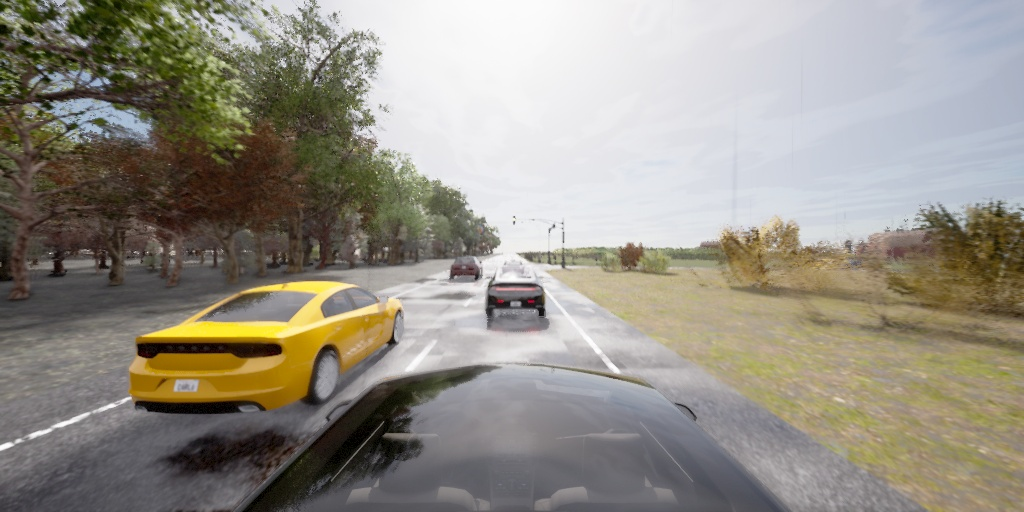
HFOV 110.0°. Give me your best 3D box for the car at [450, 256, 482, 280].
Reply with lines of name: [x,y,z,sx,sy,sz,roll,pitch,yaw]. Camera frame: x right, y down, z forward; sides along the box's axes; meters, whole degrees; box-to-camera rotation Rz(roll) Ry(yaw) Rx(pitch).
car: [-3.388,0.792,27.442,2.097,1.767,4.553,0,1,0]

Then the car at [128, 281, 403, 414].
car: [-3.397,1.174,6.214,1.882,1.535,5.008,0,1,0]

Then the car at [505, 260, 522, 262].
car: [0.114,1.001,30.766,1.895,1.301,4.718,0,1,0]

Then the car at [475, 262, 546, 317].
car: [0.104,1.112,12.451,2.128,1.511,4.902,0,1,0]
